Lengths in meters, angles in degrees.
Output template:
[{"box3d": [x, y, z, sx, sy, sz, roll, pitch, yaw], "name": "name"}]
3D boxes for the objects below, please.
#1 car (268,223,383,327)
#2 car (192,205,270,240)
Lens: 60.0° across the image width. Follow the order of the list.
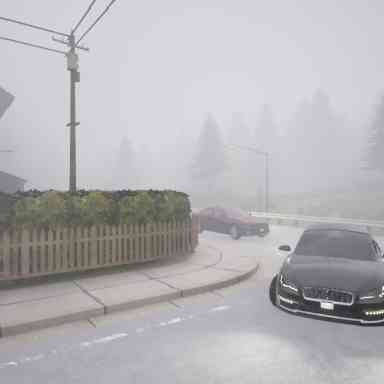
[{"box3d": [3.168, 1.505, 7.304, 1.837, 1.490, 4.892, 0, 0, 27], "name": "car"}, {"box3d": [1.870, 1.478, 17.440, 1.882, 1.535, 5.008, 0, 0, -33], "name": "car"}]
